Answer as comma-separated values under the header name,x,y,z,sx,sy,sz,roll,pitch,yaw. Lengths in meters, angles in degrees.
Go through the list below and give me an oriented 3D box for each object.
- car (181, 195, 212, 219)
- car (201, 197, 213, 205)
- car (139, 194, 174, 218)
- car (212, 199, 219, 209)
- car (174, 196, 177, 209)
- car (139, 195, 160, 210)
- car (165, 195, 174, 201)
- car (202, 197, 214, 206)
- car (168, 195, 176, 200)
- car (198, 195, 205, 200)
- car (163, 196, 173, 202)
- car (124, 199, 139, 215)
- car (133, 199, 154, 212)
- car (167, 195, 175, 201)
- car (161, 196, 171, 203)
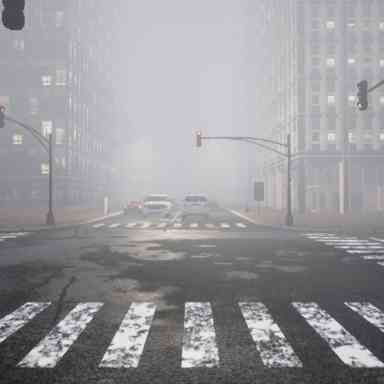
name,x,y,z,sx,sy,sz,roll,pitch,yaw
car,0.218,1.234,28.986,2.150,2.045,5.566,0,0,-1
car,2.710,1.590,61.692,1.947,1.339,4.313,1,0,0
car,-3.094,1.233,30.313,2.150,2.045,5.566,0,0,0
car,2.707,1.599,44.959,1.802,1.307,4.206,1,0,0
car,-3.093,1.541,40.235,1.812,1.442,4.674,0,0,0
car,-5.667,1.332,44.898,2.192,1.841,5.009,1,0,0
car,-5.668,1.578,83.924,1.887,1.381,4.507,1,0,0
car,2.710,1.547,56.285,1.752,1.417,4.829,1,0,0
car,-5.667,1.605,95.075,1.947,1.339,4.313,1,0,0
car,2.714,1.584,95.155,1.887,1.381,4.507,1,0,0
car,-5.668,1.582,78.349,2.008,1.369,4.403,1,0,0
car,-5.671,1.453,33.748,1.967,1.590,4.097,1,0,0
car,-5.673,1.597,39.323,1.802,1.307,4.206,1,0,0
car,-5.667,1.587,89.499,2.008,1.369,4.403,1,0,0
car,-5.669,1.573,72.774,1.887,1.381,4.507,1,0,0
